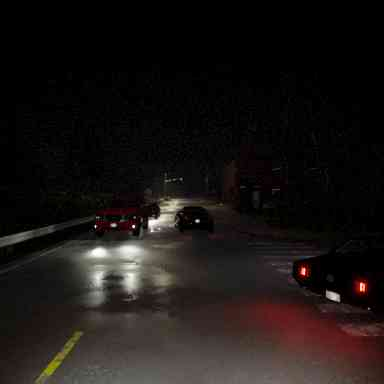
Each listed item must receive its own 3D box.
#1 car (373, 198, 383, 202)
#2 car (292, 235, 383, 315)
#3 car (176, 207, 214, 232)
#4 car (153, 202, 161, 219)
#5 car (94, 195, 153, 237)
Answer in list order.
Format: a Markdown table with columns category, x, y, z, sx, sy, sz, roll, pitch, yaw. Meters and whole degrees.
| category | x | y | z | sx | sy | sz | roll | pitch | yaw |
| --- | --- | --- | --- | --- | --- | --- | --- | --- | --- |
| car | 27.130 | 1.506 | 46.961 | 1.816 | 1.474 | 4.193 | 0 | 0 | -1 |
| car | 4.505 | 1.601 | 7.103 | 4.718 | 1.301 | 1.895 | 0 | 0 | -29 |
| car | 0.103 | 1.564 | 20.064 | 1.994 | 1.385 | 4.181 | 0 | 0 | -6 |
| car | -3.780 | 1.564 | 28.481 | 1.994 | 1.385 | 4.181 | 0 | 0 | 0 |
| car | -3.734 | 1.222 | 18.520 | 2.150 | 2.045 | 5.566 | 0 | 0 | 0 |
